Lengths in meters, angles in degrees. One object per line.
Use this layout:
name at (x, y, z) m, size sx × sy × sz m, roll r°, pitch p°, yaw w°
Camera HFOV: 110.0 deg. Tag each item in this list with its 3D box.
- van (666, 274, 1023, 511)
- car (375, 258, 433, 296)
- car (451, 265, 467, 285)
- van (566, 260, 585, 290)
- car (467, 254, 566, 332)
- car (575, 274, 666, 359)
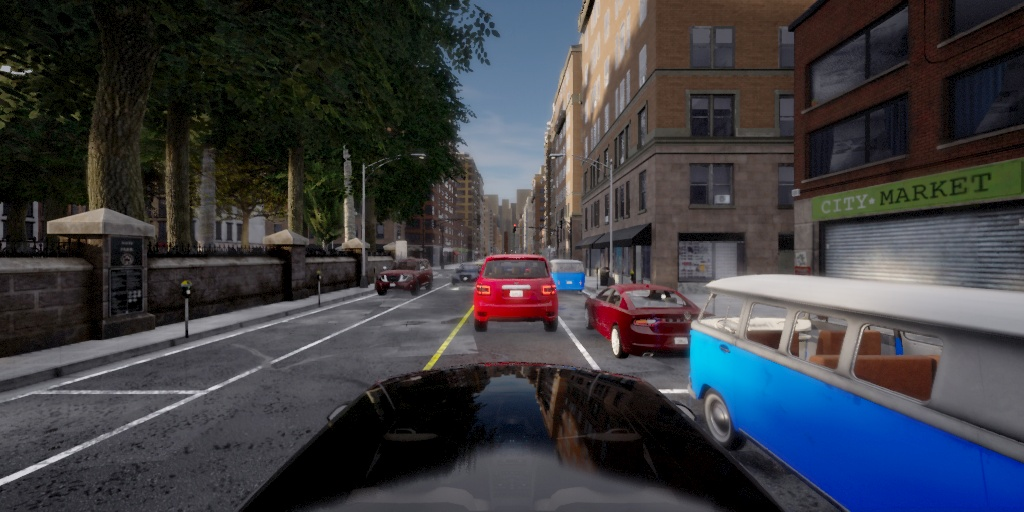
van at (2.856, 1.091, 2.616) m, size 1.690 × 1.789 × 3.998 m, roll 0°, pitch 0°, yaw 0°
car at (-5.671, 1.059, 19.557) m, size 2.192 × 1.841 × 5.009 m, roll 0°, pitch 0°, yaw 0°
car at (-3.048, 1.305, 25.565) m, size 1.994 × 1.385 × 4.181 m, roll 0°, pitch 0°, yaw 1°
van at (2.854, 1.085, 19.598) m, size 1.690 × 1.789 × 3.998 m, roll 0°, pitch 0°, yaw 0°
car at (0.096, 0.970, 11.036) m, size 2.150 × 2.045 × 5.566 m, roll 0°, pitch 0°, yaw 0°
car at (2.855, 1.294, 8.277) m, size 1.888 × 1.381 × 4.507 m, roll 0°, pitch 0°, yaw 0°
